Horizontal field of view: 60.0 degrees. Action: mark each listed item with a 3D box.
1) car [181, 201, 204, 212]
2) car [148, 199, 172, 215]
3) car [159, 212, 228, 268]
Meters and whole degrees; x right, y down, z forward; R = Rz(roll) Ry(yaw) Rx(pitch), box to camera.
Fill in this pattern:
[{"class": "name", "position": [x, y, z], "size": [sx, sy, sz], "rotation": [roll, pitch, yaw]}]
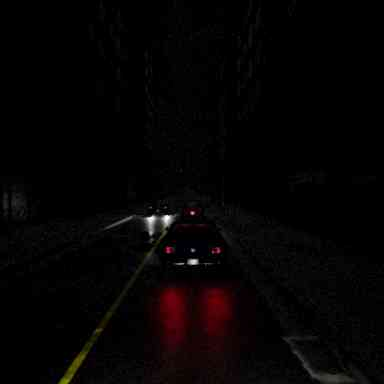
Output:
[{"class": "car", "position": [0.055, 1.459, 27.912], "size": [1.812, 1.442, 4.674], "rotation": [0, 0, 0]}, {"class": "car", "position": [-3.095, 1.450, 32.547], "size": [1.812, 1.442, 4.674], "rotation": [0, 0, 0]}, {"class": "car", "position": [0.054, 1.572, 11.096], "size": [1.895, 1.301, 4.718], "rotation": [0, 0, 0]}]
